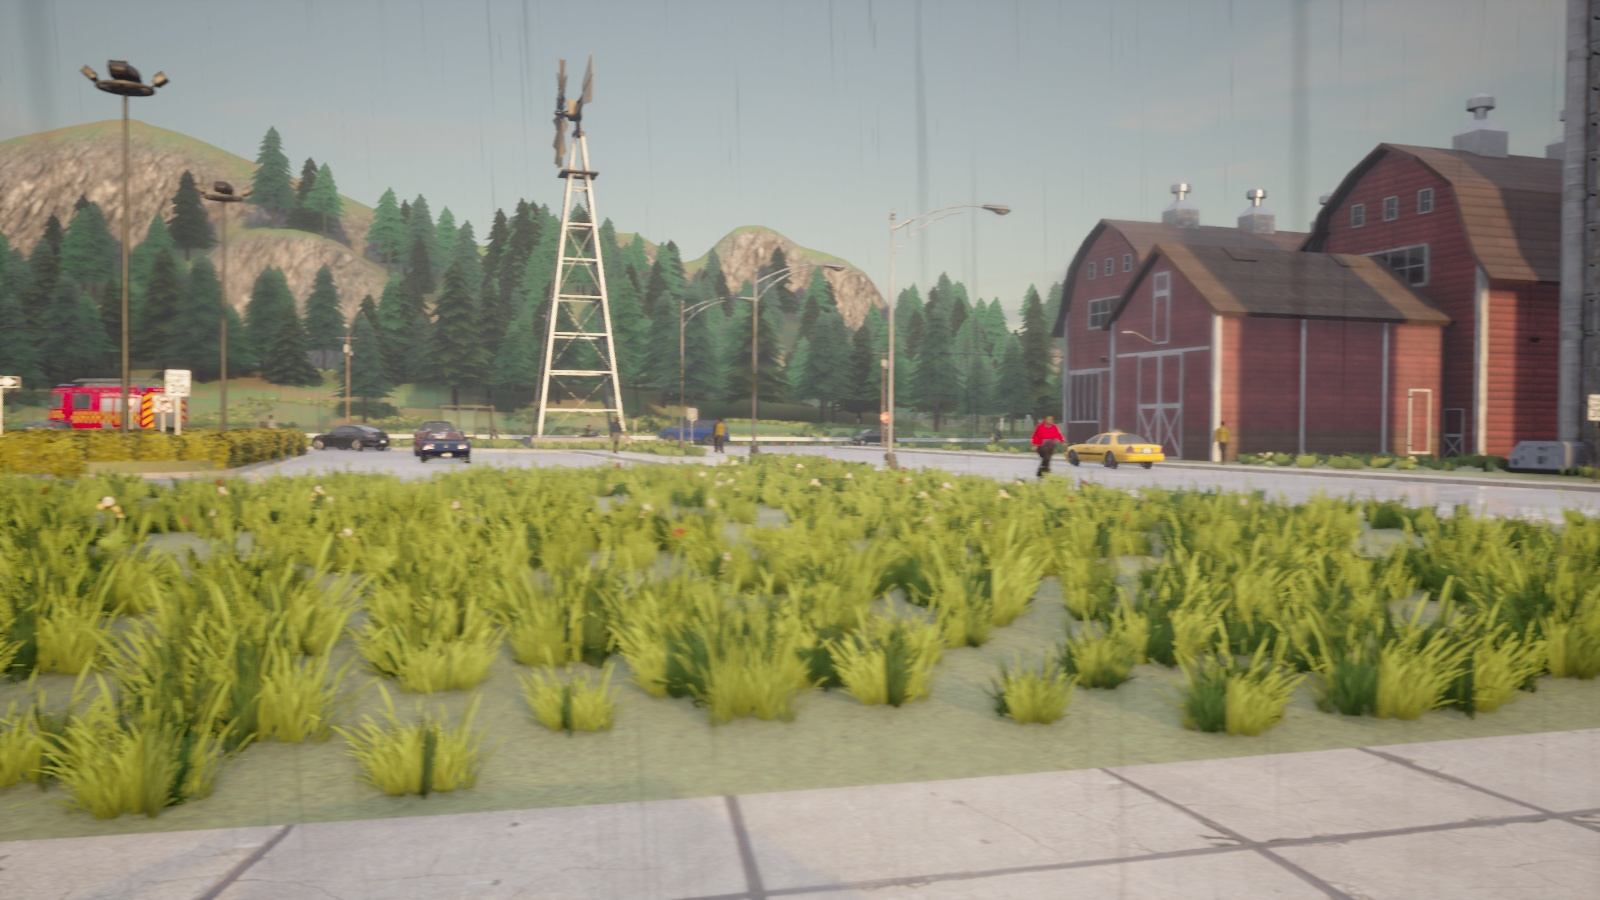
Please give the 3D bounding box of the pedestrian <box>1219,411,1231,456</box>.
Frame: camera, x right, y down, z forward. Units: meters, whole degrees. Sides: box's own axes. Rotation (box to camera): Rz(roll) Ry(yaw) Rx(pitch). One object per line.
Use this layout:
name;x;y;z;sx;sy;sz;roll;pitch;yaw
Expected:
pedestrian;17.379;-0.685;51.326;0.431;1.840;0.709;0;1;17

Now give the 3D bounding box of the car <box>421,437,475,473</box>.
car;-14.030;0.160;49.882;1.895;1.301;4.718;-1;1;-18

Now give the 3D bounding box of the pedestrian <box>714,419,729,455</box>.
pedestrian;-4.006;-0.660;64.000;0.431;1.840;0.709;-1;1;-32

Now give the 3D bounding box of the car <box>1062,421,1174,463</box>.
car;12.833;-0.342;51.055;1.801;1.575;5.366;-1;1;-18

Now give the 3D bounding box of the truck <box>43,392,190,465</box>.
truck;-37.750;-1.175;69.305;8.468;3.827;2.891;0;1;28

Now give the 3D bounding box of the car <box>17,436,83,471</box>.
car;-34.733;0.136;58.245;1.789;1.549;3.705;-1;1;-17

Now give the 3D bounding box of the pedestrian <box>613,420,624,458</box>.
pedestrian;-8.859;-0.552;61.235;0.370;1.835;0.726;-1;1;-21

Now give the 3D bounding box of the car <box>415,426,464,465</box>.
car;-17.481;-0.237;60.753;2.097;1.767;4.553;-1;1;-18

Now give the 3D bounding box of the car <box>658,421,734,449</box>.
car;-8.144;-1.174;98.592;5.566;2.045;2.150;0;1;12

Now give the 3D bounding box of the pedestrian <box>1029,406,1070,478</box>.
pedestrian;6.423;-0.211;32.357;0.634;1.844;0.899;-1;1;-19

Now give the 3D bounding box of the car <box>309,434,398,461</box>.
car;-24.392;-0.129;68.543;4.674;1.442;1.812;0;1;26
